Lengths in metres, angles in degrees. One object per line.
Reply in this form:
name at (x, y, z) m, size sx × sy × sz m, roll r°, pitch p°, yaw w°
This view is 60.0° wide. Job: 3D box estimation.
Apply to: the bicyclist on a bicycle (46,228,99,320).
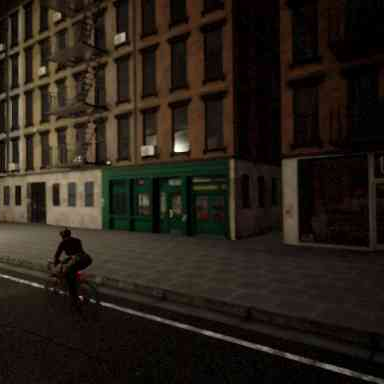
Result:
bicyclist on a bicycle at (-2.311, 1.514, 6.315) m, size 1.656 × 1.620 × 0.582 m, roll -1°, pitch -1°, yaw 36°
